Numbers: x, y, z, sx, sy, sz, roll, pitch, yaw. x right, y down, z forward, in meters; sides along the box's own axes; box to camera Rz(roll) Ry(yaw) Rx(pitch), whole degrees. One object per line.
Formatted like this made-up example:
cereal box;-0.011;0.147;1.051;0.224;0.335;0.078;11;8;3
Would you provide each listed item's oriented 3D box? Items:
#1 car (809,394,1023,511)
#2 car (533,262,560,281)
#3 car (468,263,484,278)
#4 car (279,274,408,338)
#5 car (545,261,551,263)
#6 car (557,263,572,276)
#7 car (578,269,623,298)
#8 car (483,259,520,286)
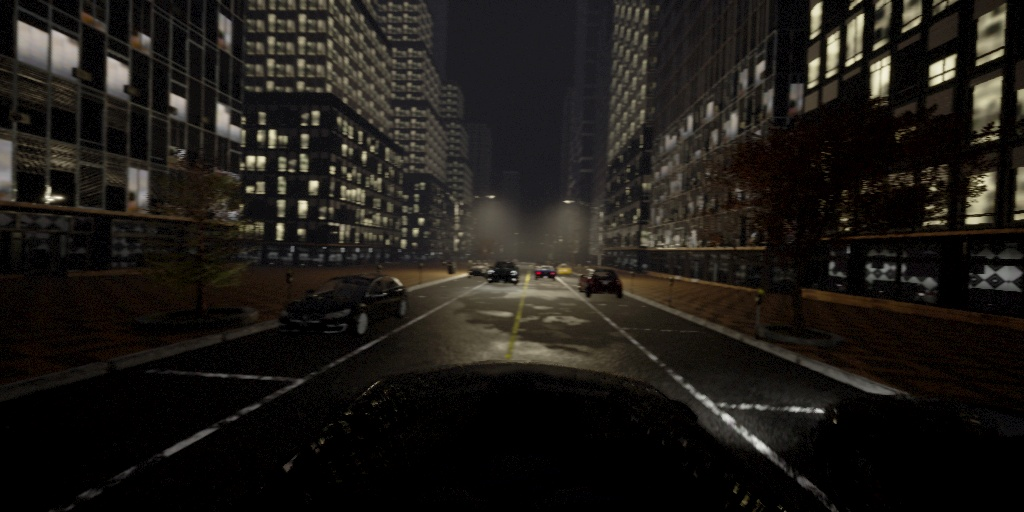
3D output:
car;3.471;1.406;1.190;1.812;1.442;4.674;2;0;3
car;3.019;1.541;33.072;1.895;1.301;4.718;2;0;3
car;-2.853;1.265;31.972;2.007;1.370;4.403;0;0;3
car;-4.132;1.161;9.509;2.007;1.370;4.403;0;0;3
car;3.799;1.516;47.398;1.837;1.490;4.892;2;0;4
car;6.158;1.611;42.897;1.751;1.417;4.829;0;0;3
car;4.869;1.418;20.263;1.967;1.591;4.097;0;0;3
car;-0.540;1.139;26.271;2.097;1.767;4.553;2;0;3
